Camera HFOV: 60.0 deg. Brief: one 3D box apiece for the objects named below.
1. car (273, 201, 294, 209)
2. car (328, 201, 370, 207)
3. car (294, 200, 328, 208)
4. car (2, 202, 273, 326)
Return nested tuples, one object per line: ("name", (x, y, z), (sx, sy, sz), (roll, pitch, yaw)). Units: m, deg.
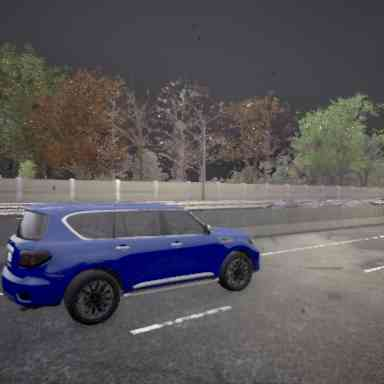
("car", (10.432, 1.688, 37.207), (5.357, 1.411, 2.033), (0, 0, -35))
("car", (15.765, 1.625, 32.407), (5.008, 1.535, 1.882), (0, 0, -35))
("car", (13.396, 1.638, 35.016), (4.902, 1.511, 2.128), (0, 0, -35))
("car", (-0.984, 1.237, 7.341), (5.566, 2.045, 2.150), (0, 0, -35))
